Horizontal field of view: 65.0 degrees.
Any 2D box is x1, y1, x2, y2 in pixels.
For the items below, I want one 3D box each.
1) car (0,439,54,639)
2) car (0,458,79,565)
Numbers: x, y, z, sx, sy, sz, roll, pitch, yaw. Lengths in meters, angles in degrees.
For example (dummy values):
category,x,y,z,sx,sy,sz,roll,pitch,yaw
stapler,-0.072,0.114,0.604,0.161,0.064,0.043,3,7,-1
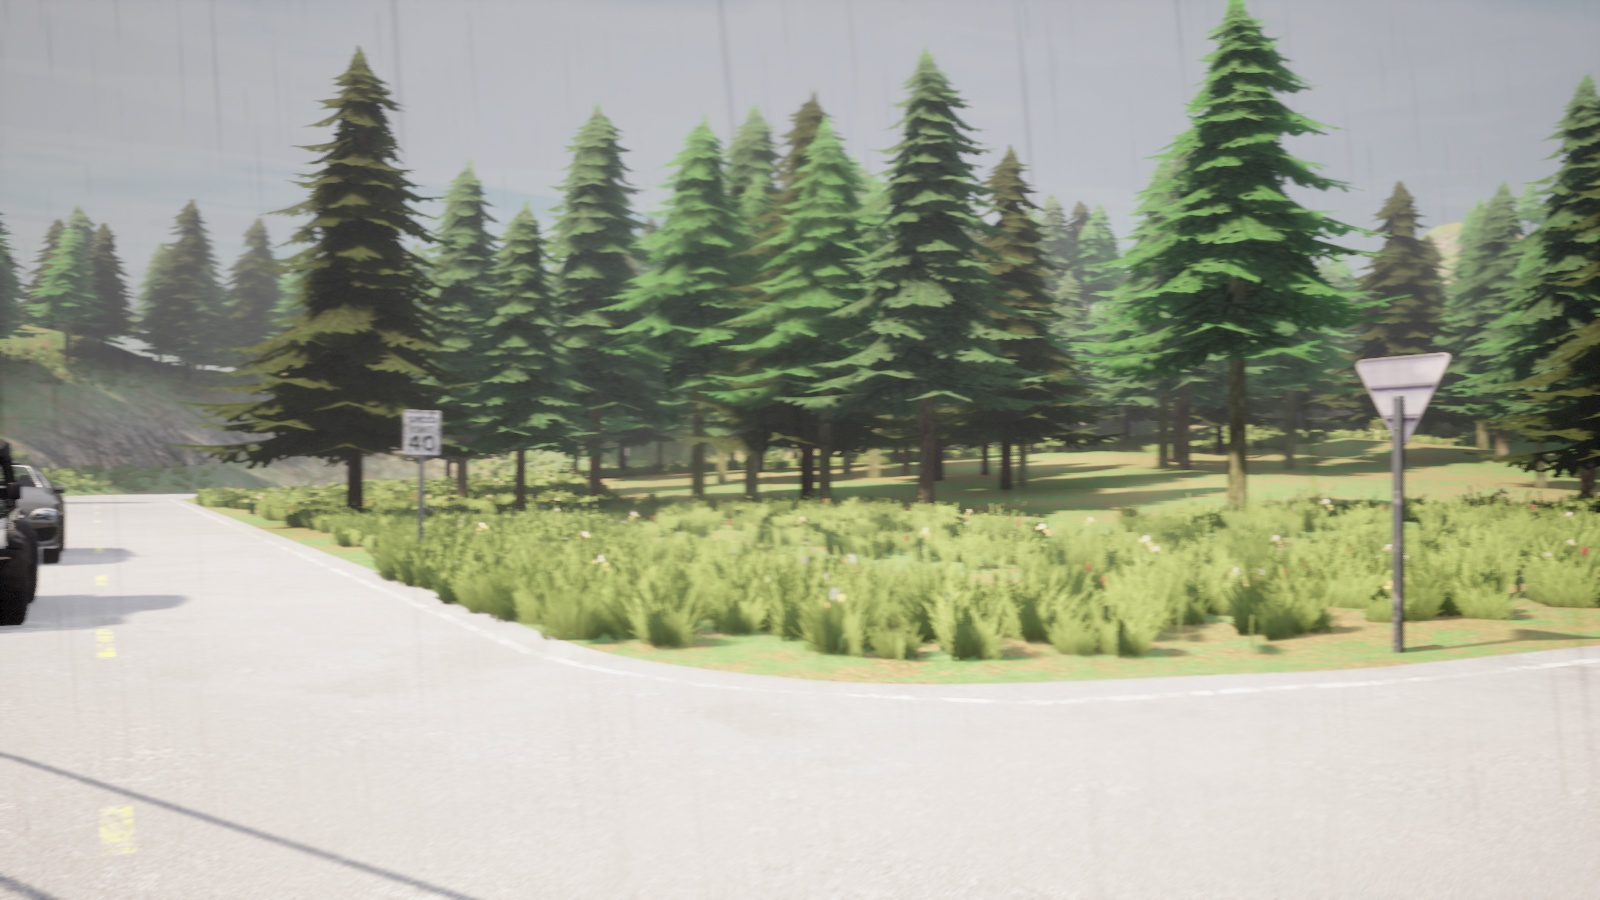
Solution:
category,x,y,z,sx,sy,sz,roll,pitch,yaw
car,-9.009,0.856,13.178,1.905,1.878,3.866,1,-1,-29
car,-13.729,0.994,21.675,2.152,1.651,5.027,1,-1,-29
